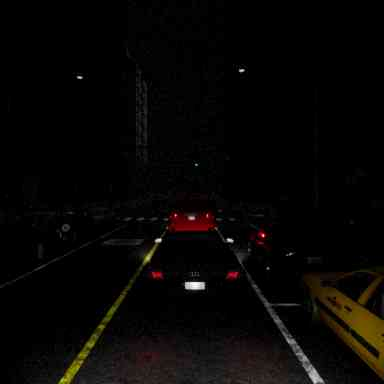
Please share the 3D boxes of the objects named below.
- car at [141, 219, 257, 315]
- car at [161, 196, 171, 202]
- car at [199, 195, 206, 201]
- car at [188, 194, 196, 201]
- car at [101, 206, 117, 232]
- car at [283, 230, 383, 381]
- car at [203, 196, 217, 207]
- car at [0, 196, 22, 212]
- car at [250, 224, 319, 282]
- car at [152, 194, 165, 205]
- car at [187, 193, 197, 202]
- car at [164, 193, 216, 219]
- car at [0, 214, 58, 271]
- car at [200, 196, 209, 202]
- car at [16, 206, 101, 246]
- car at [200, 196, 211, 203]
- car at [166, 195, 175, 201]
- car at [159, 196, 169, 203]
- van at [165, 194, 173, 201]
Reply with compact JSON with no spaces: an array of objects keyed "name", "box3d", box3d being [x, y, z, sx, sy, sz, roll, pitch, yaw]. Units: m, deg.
[{"name":"car","box3d":[0.054,1.564,7.670,1.994,1.385,4.181,0,0,0]},{"name":"car","box3d":[-5.812,1.549,74.001,1.752,1.417,4.829,0,0,0]},{"name":"car","box3d":[2.705,1.557,85.222,1.752,1.417,4.829,0,0,0]},{"name":"car","box3d":[-0.059,1.389,88.968,2.097,1.767,4.553,0,0,0]},{"name":"car","box3d":[-5.777,1.527,20.281,1.752,1.417,4.829,0,0,0]},{"name":"car","box3d":[2.758,1.525,4.257,1.752,1.417,4.829,0,0,0]},{"name":"car","box3d":[2.727,1.452,52.426,1.967,1.590,4.097,0,0,0]},{"name":"car","box3d":[-17.940,1.172,31.902,4.902,1.511,2.128,1,0,0]},{"name":"car","box3d":[2.755,1.566,9.544,1.947,1.339,4.313,0,0,0]},{"name":"car","box3d":[-5.802,1.329,57.858,2.192,1.841,5.009,0,0,0]},{"name":"car","box3d":[-0.052,1.252,78.353,2.150,2.045,5.566,0,0,0]},{"name":"car","box3d":[-0.008,1.223,17.094,2.150,2.045,5.566,0,0,0]},{"name":"car","box3d":[-5.771,1.545,9.537,1.887,1.381,4.507,0,0,0]},{"name":"car","box3d":[2.713,1.568,74.177,1.887,1.381,4.507,0,0,0]},{"name":"car","box3d":[-5.774,1.441,14.994,1.967,1.590,4.097,0,0,0]},{"name":"car","box3d":[2.716,1.571,68.739,2.008,1.369,4.403,0,0,0]},{"name":"car","box3d":[-5.823,1.586,90.484,2.008,1.369,4.403,0,0,0]},{"name":"car","box3d":[-5.809,1.602,68.733,1.802,1.307,4.206,0,0,0]},{"name":"van","box3d":[-5.820,1.372,85.046,1.690,1.788,3.998,0,0,0]}]
